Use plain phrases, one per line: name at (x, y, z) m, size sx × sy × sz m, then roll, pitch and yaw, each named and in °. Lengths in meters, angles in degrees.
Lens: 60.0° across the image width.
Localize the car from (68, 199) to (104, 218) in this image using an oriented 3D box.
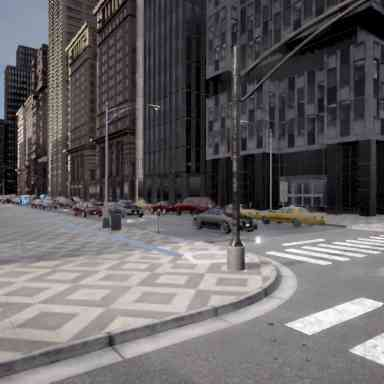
car at (-9.917, 1.612, 31.446) m, size 1.887 × 1.381 × 4.507 m, roll 0°, pitch 0°, yaw -35°

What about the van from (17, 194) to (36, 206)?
van at (-29.333, 1.505, 58.884) m, size 1.690 × 1.788 × 3.998 m, roll 0°, pitch 0°, yaw -35°

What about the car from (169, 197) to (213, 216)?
car at (0.267, 1.398, 31.812) m, size 2.192 × 1.841 × 5.009 m, roll 0°, pitch 0°, yaw -35°

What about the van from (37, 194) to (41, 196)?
van at (-38.562, 1.622, 86.684) m, size 1.690 × 1.788 × 3.998 m, roll 0°, pitch 0°, yaw -35°

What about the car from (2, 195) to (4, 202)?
car at (-42.277, 1.814, 77.175) m, size 1.802 × 1.307 × 4.206 m, roll 0°, pitch 0°, yaw -35°

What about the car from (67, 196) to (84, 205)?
car at (-22.383, 1.634, 63.820) m, size 1.967 × 1.590 × 4.097 m, roll 0°, pitch 0°, yaw -35°

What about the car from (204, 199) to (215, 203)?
car at (3.405, 1.594, 27.377) m, size 1.752 × 1.417 × 4.829 m, roll 0°, pitch 0°, yaw -35°

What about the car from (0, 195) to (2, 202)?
car at (-45.512, 1.690, 81.748) m, size 1.967 × 1.590 × 4.097 m, roll 0°, pitch 0°, yaw -35°

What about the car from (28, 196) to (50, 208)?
car at (-22.861, 1.712, 49.737) m, size 1.802 × 1.307 × 4.206 m, roll 0°, pitch 0°, yaw -35°

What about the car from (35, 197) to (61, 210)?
car at (-19.625, 1.696, 45.164) m, size 1.802 × 1.307 × 4.206 m, roll 0°, pitch 0°, yaw -35°

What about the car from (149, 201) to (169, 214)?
car at (-2.968, 1.643, 36.384) m, size 1.887 × 1.381 × 4.507 m, roll 0°, pitch 0°, yaw -35°

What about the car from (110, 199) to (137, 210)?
car at (-9.440, 1.680, 45.530) m, size 2.008 × 1.369 × 4.403 m, roll 0°, pitch 0°, yaw -35°

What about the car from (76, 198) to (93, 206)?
car at (-19.147, 1.760, 59.248) m, size 1.802 × 1.307 × 4.206 m, roll 0°, pitch 0°, yaw -35°

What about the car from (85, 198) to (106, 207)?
car at (-15.911, 1.727, 54.675) m, size 1.947 × 1.339 × 4.313 m, roll 0°, pitch 0°, yaw -35°

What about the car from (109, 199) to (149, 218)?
car at (-6.049, 1.633, 30.603) m, size 1.994 × 1.385 × 4.181 m, roll 0°, pitch 0°, yaw -35°

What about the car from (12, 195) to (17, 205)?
car at (-32.471, 1.705, 63.318) m, size 1.752 × 1.417 × 4.829 m, roll 0°, pitch 0°, yaw -35°

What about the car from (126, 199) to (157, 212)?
car at (-6.303, 1.640, 41.096) m, size 1.752 × 1.417 × 4.829 m, roll 0°, pitch 0°, yaw -35°

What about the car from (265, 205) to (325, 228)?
car at (6.641, 1.579, 22.805) m, size 1.752 × 1.417 × 4.829 m, roll 0°, pitch 0°, yaw -35°

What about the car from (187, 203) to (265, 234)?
car at (1.842, 1.596, 19.448) m, size 1.994 × 1.385 × 4.181 m, roll 0°, pitch 0°, yaw -35°

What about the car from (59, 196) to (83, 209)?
car at (-17.334, 1.632, 46.692) m, size 1.837 × 1.490 × 4.892 m, roll 0°, pitch -1°, yaw -35°

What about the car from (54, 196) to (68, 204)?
car at (-28.854, 1.668, 72.965) m, size 1.967 × 1.590 × 4.097 m, roll 0°, pitch 0°, yaw -35°

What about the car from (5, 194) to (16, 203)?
car at (-39.041, 1.529, 72.603) m, size 2.192 × 1.841 × 5.009 m, roll 0°, pitch 0°, yaw -35°

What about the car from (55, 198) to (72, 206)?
car at (-23.534, 1.780, 60.840) m, size 1.895 × 1.301 × 4.718 m, roll 0°, pitch 0°, yaw -36°

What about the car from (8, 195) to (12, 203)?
car at (-35.804, 1.779, 68.029) m, size 1.802 × 1.307 × 4.206 m, roll 0°, pitch 0°, yaw -35°
